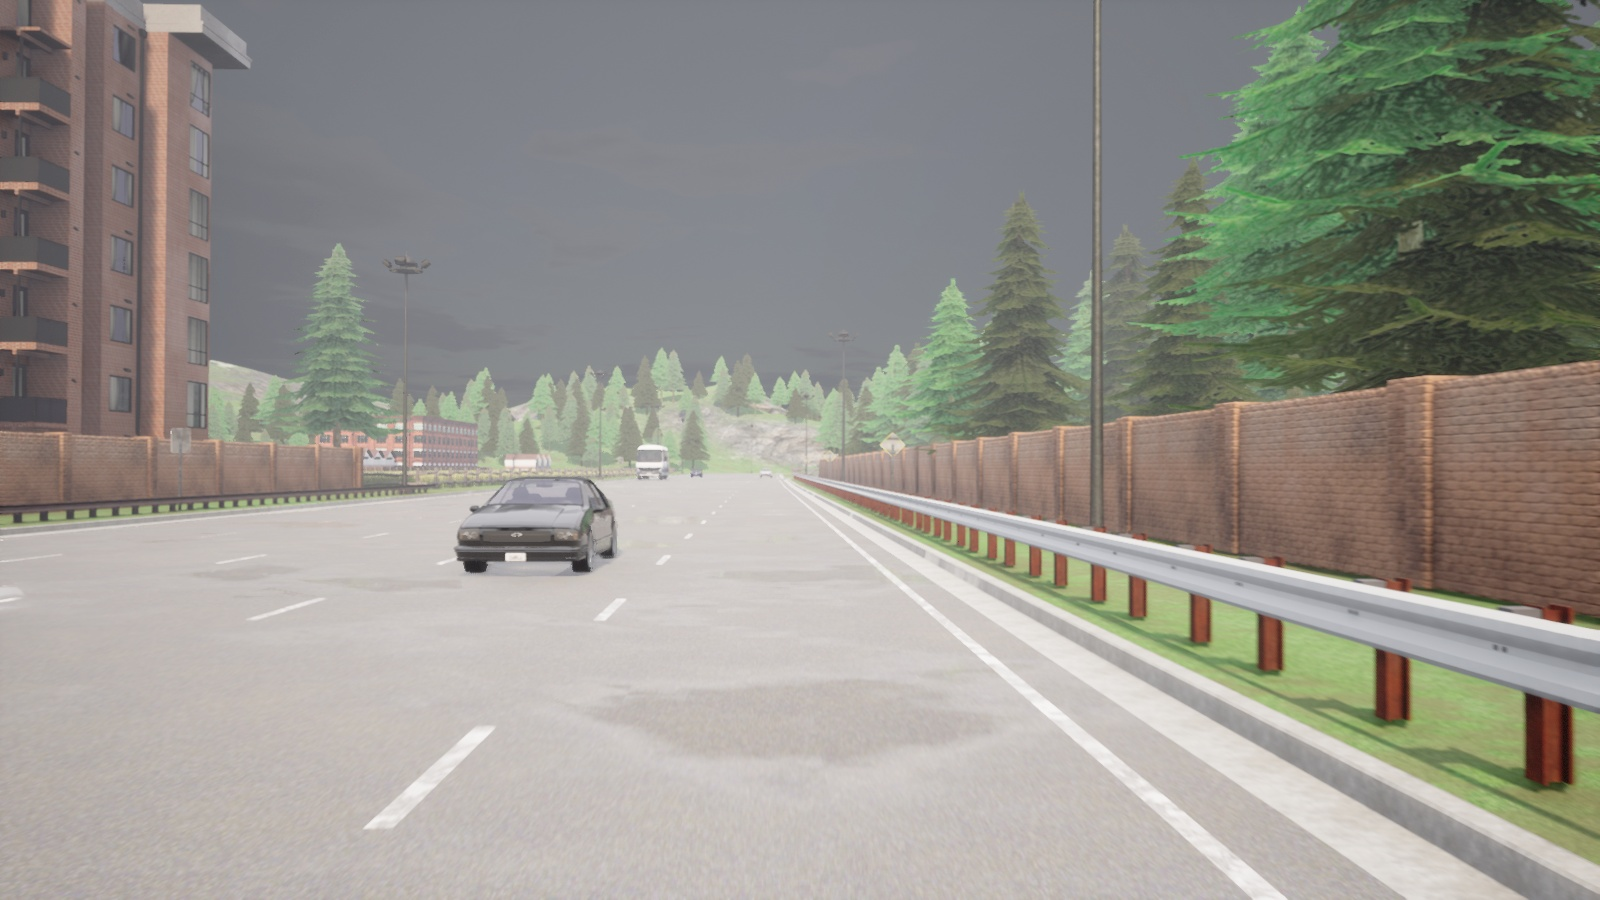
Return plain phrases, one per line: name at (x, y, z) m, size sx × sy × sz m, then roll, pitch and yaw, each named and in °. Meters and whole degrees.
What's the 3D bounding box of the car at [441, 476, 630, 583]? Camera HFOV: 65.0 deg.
car at (-4.000, 1.149, 19.950) m, size 2.033 × 1.411 × 5.357 m, roll 0°, pitch -1°, yaw -2°
